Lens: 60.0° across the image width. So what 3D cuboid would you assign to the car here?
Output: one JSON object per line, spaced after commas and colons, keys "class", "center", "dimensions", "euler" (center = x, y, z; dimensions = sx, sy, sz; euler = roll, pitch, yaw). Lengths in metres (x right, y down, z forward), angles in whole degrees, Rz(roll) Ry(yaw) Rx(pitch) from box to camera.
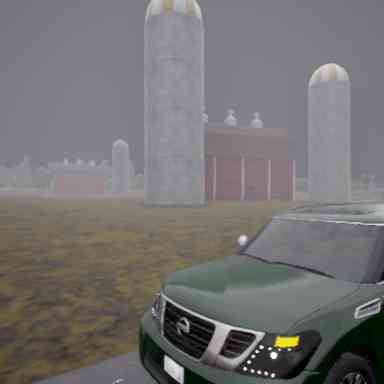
{"class": "car", "center": [2.077, 1.213, 4.561], "dimensions": [5.566, 2.045, 2.150], "euler": [0, 0, -36]}
